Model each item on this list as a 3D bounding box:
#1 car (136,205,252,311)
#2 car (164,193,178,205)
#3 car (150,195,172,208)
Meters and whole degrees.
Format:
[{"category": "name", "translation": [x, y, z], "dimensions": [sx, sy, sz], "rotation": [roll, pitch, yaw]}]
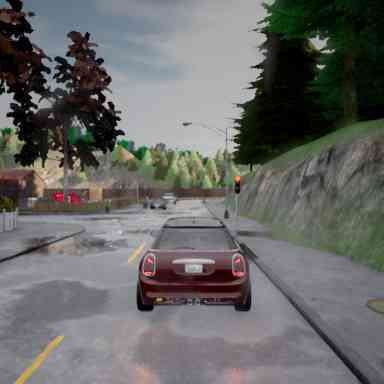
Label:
[{"category": "car", "translation": [0.055, 1.352, 7.910], "dimensions": [2.097, 1.767, 4.553], "rotation": [0, 0, 1]}, {"category": "car", "translation": [-4.066, 1.220, 58.665], "dimensions": [2.150, 2.045, 5.566], "rotation": [0, 0, 0]}, {"category": "car", "translation": [-4.095, 1.490, 41.407], "dimensions": [2.128, 1.511, 4.902], "rotation": [0, 0, 0]}]
